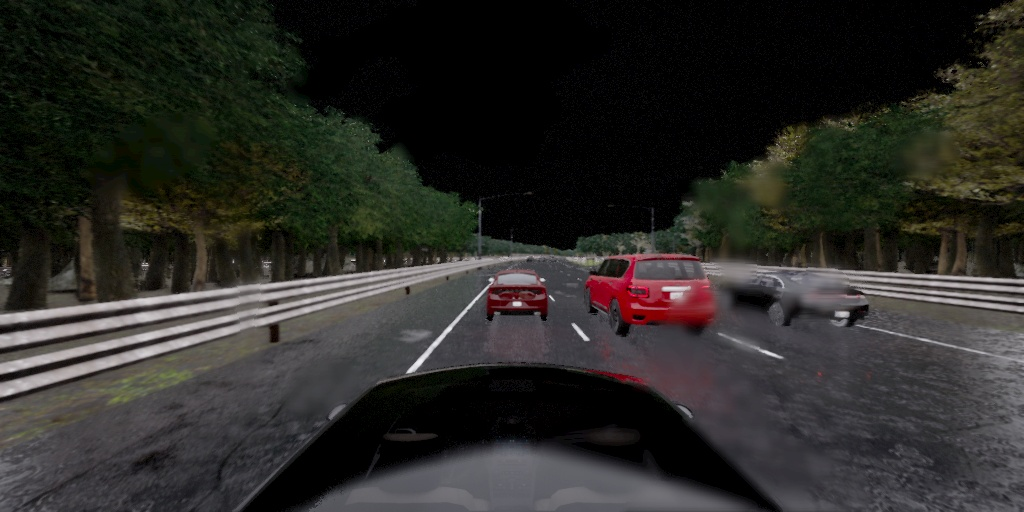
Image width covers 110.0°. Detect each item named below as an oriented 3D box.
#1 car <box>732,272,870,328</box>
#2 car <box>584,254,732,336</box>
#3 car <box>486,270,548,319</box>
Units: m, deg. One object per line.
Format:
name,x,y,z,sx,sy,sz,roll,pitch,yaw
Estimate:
car,8.456,1.237,11.347,2.128,1.511,4.902,0,0,5
car,3.651,0.965,10.551,2.150,2.045,5.566,0,0,0
car,0.175,1.216,12.721,1.882,1.535,5.008,0,0,1
